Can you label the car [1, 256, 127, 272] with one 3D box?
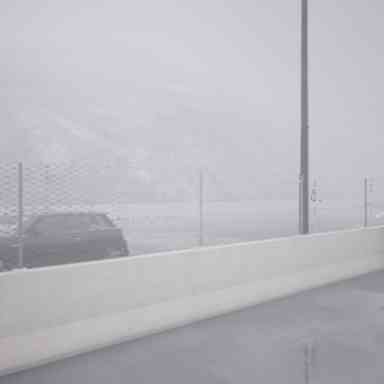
[{"bbox_3d":[-4.229,1.353,9.574,4.553,1.767,2.097,0,0,-36],"label":"car"}]
